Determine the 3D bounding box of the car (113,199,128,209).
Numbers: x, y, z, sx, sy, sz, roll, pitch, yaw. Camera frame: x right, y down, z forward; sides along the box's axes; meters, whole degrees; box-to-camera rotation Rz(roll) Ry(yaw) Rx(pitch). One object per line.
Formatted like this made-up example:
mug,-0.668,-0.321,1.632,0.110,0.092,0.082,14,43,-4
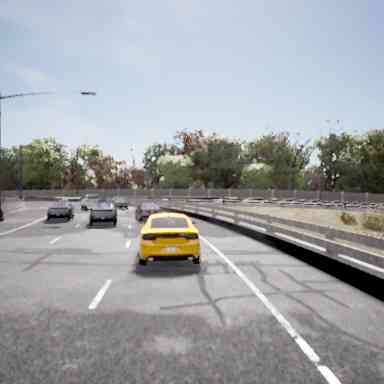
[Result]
car,-10.414,1.673,46.822,2.033,1.411,5.357,0,0,-26

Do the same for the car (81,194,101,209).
car,-14.089,1.363,46.347,2.150,2.045,5.566,0,0,-25

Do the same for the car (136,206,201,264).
car,-0.865,1.502,11.988,1.882,1.535,5.008,0,0,-6

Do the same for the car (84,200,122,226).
car,-6.459,1.561,24.427,2.128,1.511,4.902,0,0,-13

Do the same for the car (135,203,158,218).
car,-3.721,1.612,28.146,2.033,1.411,5.357,0,0,-15

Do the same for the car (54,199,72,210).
car,-17.702,1.721,45.663,1.994,1.385,4.181,0,0,-25

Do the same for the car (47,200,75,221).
car,-11.078,1.589,28.258,2.128,1.511,4.902,0,0,-16
